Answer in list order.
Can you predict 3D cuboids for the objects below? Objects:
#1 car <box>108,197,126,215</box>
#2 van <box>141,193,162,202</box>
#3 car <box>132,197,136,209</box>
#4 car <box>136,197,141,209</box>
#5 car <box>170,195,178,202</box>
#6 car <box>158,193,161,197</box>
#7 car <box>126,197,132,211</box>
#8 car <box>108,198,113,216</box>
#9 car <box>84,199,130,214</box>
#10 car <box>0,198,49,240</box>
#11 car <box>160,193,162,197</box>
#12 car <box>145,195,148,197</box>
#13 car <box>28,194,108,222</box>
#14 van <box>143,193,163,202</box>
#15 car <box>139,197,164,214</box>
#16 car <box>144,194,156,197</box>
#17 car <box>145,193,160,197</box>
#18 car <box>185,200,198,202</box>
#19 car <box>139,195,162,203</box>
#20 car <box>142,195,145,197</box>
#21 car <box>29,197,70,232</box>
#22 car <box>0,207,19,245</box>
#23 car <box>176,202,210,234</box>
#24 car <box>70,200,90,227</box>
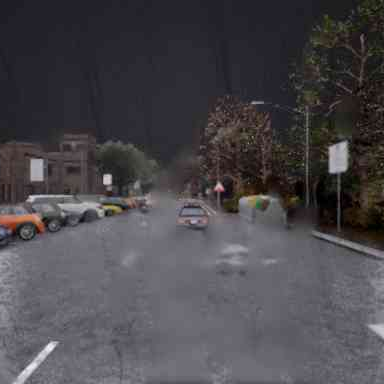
[{"bbox_3d":[-9.205,1.480,30.635,5.366,1.575,1.946,-1,0,-20],"label":"car"},{"bbox_3d":[-9.572,1.313,78.545,4.442,1.987,1.878,-1,1,-21],"label":"van"},{"bbox_3d":[-9.391,1.375,39.568,4.553,1.767,2.185,-1,0,-20],"label":"car"},{"bbox_3d":[-9.386,1.382,42.569,4.553,1.767,2.185,-1,0,-20],"label":"car"},{"bbox_3d":[-4.109,1.408,76.981,1.837,1.490,4.892,0,0,0],"label":"car"},{"bbox_3d":[-9.193,1.564,63.647,5.366,1.575,1.946,-1,0,-20],"label":"car"},{"bbox_3d":[-9.362,1.238,33.593,5.566,2.045,2.435,-1,0,-20],"label":"car"},{"bbox_3d":[-9.359,1.512,27.578,4.792,1.488,2.163,-1,0,-20],"label":"car"},{"bbox_3d":[-9.361,1.534,36.571,4.674,1.452,2.002,-1,0,-20],"label":"car"},{"bbox_3d":[-9.385,1.352,15.561,4.553,1.767,2.185,-1,0,-20],"label":"car"},{"bbox_3d":[-9.578,1.588,72.532,5.366,1.575,1.946,-1,0,-20],"label":"car"},{"bbox_3d":[-9.350,1.563,48.580,4.674,1.452,2.002,-1,0,-20],"label":"car"},{"bbox_3d":[-9.372,1.228,24.576,5.566,2.045,2.435,-1,0,-20],"label":"car"},{"bbox_3d":[-9.601,1.283,81.546,4.442,1.987,1.878,-1,1,-21],"label":"van"},{"bbox_3d":[-4.138,1.532,35.491,1.812,1.442,4.674,0,0,0],"label":"car"},{"bbox_3d":[-9.361,1.551,57.581,4.892,1.521,2.231,-1,0,-20],"label":"car"},{"bbox_3d":[-9.185,1.554,60.646,5.366,1.575,1.946,-1,0,-20],"label":"car"},{"bbox_3d":[-0.066,1.621,42.900,1.895,1.301,4.718,0,0,0],"label":"car"},{"bbox_3d":[-9.439,1.566,75.601,5.008,1.535,2.097,-1,0,-20],"label":"car"},{"bbox_3d":[-9.322,1.543,45.589,4.792,1.488,2.163,-1,0,-20],"label":"car"},{"bbox_3d":[-9.378,1.352,18.562,4.553,1.767,2.185,-1,0,-20],"label":"car"},{"bbox_3d":[-9.422,1.519,12.552,4.674,1.452,2.002,-1,0,-20],"label":"car"},{"bbox_3d":[0.044,1.538,19.062,2.033,1.411,5.357,0,0,0],"label":"car"},{"bbox_3d":[-9.377,1.508,21.576,4.792,1.488,2.163,-1,0,-20],"label":"car"}]
